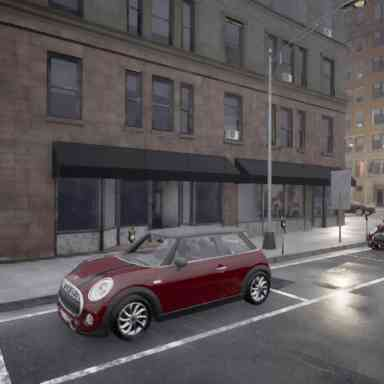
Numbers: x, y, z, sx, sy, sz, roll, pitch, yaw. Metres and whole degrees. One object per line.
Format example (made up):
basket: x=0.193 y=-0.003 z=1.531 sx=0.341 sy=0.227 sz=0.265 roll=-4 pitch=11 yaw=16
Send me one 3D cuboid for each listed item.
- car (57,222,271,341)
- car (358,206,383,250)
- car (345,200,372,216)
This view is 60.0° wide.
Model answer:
car: x=-0.406 y=1.441 z=6.456 sx=4.097 sy=1.590 sz=1.967 roll=0 pitch=0 yaw=-35
car: x=8.555 y=1.445 z=12.813 sx=4.097 sy=1.590 sz=1.967 roll=0 pitch=0 yaw=-35
car: x=14.774 y=1.403 z=31.720 sx=1.882 sy=1.535 sz=5.008 roll=1 pitch=0 yaw=-37
